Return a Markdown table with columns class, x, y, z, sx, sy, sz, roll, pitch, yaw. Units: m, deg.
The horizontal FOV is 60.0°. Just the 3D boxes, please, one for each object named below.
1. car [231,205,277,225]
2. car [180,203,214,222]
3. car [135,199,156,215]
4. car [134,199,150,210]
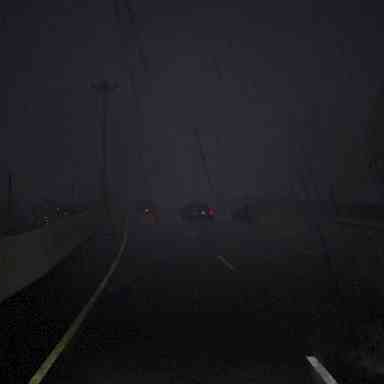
| class | x | y | z | sx | sy | sz | roll | pitch | yaw |
| --- | --- | --- | --- | --- | --- | --- | --- | --- | --- |
| car | 4.260 | 1.601 | 23.921 | 1.895 | 1.301 | 4.718 | 0 | 0 | -10 |
| car | 0.304 | 1.547 | 26.177 | 2.033 | 1.411 | 5.357 | 0 | 0 | -11 |
| car | -4.800 | 1.505 | 34.394 | 1.837 | 1.490 | 4.892 | 0 | 0 | -11 |
| car | -6.723 | 1.601 | 44.628 | 1.895 | 1.301 | 4.718 | 0 | 0 | -11 |
